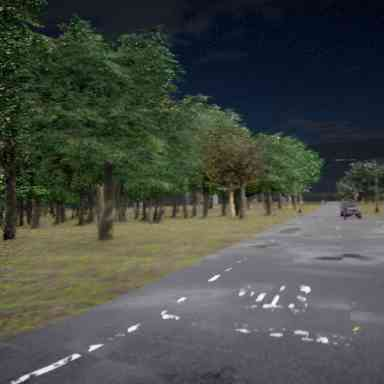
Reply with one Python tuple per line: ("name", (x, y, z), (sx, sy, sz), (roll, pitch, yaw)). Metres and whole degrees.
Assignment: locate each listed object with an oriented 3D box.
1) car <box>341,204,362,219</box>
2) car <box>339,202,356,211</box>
("car", (19.265, 2.471, 39.965), (1.837, 1.490, 4.892), (-2, -3, 23))
("car", (22.461, 2.492, 47.602), (2.150, 2.045, 5.566), (-2, -3, 23))
